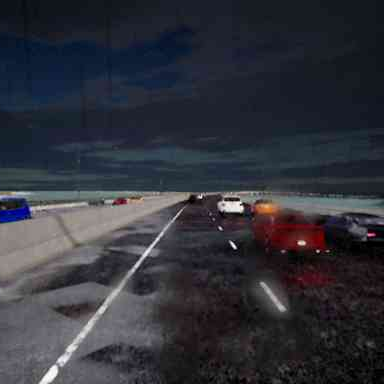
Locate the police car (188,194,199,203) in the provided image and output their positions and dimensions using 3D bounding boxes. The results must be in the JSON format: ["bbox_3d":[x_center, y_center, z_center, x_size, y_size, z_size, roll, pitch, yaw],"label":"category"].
[{"bbox_3d":[0.040,1.750,77.187,1.930,1.638,5.238,0,0,2],"label":"police car"}]

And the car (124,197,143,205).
[{"bbox_3d":[-9.926,1.609,58.215,2.097,1.767,4.553,0,0,2],"label":"car"}]

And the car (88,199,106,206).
[{"bbox_3d":[-16.888,1.862,59.015,1.895,1.301,4.718,0,0,2],"label":"car"}]

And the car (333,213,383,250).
[{"bbox_3d":[7.143,1.621,14.614,2.033,1.411,5.357,0,0,0],"label":"car"}]

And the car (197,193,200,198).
[{"bbox_3d":[0.337,1.582,87.089,2.150,2.045,5.566,0,0,2],"label":"car"}]

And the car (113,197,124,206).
[{"bbox_3d":[-13.325,1.748,61.770,1.882,1.535,5.008,0,0,2],"label":"car"}]

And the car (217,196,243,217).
[{"bbox_3d":[3.815,1.383,33.746,2.150,2.045,5.566,0,0,1],"label":"car"}]

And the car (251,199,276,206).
[{"bbox_3d":[7.325,1.516,34.352,2.097,1.767,4.553,0,0,1],"label":"car"}]

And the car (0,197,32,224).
[{"bbox_3d":[-10.539,1.308,17.447,2.150,2.045,5.566,0,0,0],"label":"car"}]

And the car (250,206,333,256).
[{"bbox_3d":[3.637,1.545,13.457,1.882,1.535,5.008,0,0,0],"label":"car"}]

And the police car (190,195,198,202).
[{"bbox_3d":[0.535,1.800,93.155,1.930,1.638,5.238,0,0,2],"label":"police car"}]
